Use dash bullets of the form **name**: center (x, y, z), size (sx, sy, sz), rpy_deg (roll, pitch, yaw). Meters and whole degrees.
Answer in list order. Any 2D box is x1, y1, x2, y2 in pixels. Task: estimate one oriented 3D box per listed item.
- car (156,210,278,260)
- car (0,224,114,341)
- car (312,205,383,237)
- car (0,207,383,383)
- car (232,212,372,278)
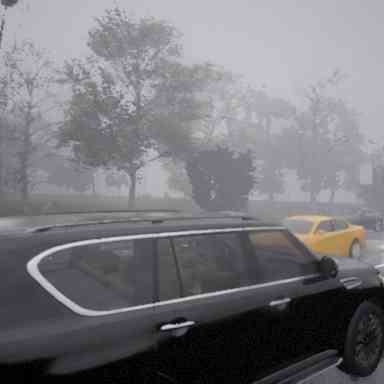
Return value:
- **car**: center (1.148, 1.567, 13.475), size (4.892, 1.490, 1.837), rpy_deg (0, 0, -36)
- **car**: center (-4.031, 1.502, 5.493), size (4.902, 1.511, 2.128), rpy_deg (0, 0, -38)
- **car**: center (9.489, 1.628, 19.714), size (4.902, 1.511, 2.128), rpy_deg (1, 0, -37)
- **car**: center (0.134, 1.238, 3.906), size (5.566, 2.045, 2.150), rpy_deg (0, 0, -36)
- **car**: center (3.842, 1.539, 11.110), size (5.008, 1.535, 1.882), rpy_deg (0, 0, -36)
